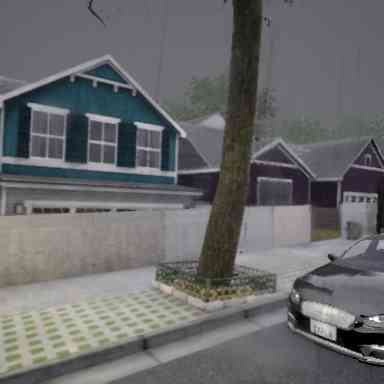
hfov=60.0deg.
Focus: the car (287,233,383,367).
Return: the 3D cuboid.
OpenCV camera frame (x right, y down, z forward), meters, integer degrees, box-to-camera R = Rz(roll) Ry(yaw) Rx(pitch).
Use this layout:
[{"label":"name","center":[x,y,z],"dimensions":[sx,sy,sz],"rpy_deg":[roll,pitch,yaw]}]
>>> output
[{"label":"car","center":[3.671,1.494,5.663],"dimensions":[4.902,1.511,2.128],"rpy_deg":[0,0,-35]}]
